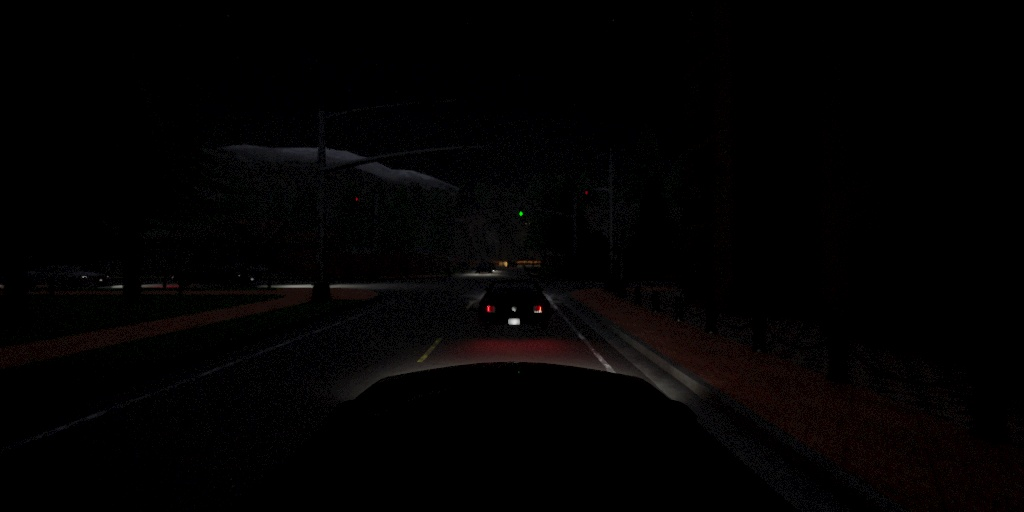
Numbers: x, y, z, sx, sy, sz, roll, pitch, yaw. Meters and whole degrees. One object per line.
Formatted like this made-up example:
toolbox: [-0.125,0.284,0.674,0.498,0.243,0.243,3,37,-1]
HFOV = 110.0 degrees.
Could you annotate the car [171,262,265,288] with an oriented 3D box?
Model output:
car: [-20.203,1.328,24.455,4.902,1.511,2.128,0,0,-1]

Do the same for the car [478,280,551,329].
car: [0.072,1.394,11.380,1.895,1.301,4.718,0,0,0]

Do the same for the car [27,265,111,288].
car: [-30.150,1.362,24.224,4.674,1.442,1.812,0,0,-1]

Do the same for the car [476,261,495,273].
car: [-3.620,1.429,47.239,1.882,1.535,5.008,0,0,0]
